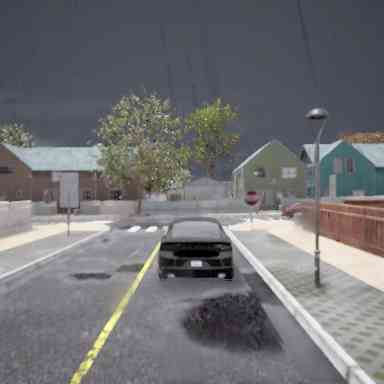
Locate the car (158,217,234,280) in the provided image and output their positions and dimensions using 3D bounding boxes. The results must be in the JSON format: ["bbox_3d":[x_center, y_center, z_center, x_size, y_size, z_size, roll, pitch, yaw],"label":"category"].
[{"bbox_3d":[0.099,1.470,9.975,1.882,1.535,5.008,0,0,0],"label":"car"}]

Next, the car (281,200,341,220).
[{"bbox_3d":[9.020,1.353,24.698,4.674,1.442,1.812,-1,-2,-1],"label":"car"}]
